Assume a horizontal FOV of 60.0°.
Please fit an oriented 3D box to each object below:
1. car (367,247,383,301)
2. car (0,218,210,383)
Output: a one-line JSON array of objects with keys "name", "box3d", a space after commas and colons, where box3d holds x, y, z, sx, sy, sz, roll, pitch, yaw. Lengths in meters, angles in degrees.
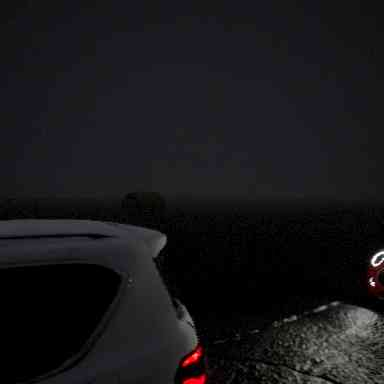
[{"name": "car", "box3d": [5.733, 1.338, 7.106, 4.553, 1.767, 2.097, 0, 0, -35]}, {"name": "car", "box3d": [-2.459, 1.220, 1.335, 5.566, 2.045, 2.150, 0, 0, -35]}]
